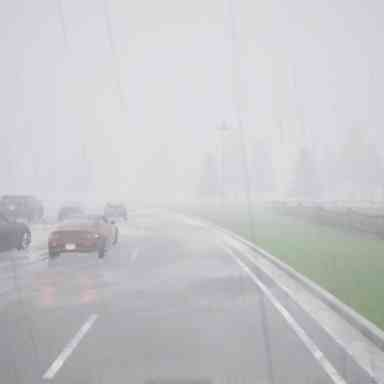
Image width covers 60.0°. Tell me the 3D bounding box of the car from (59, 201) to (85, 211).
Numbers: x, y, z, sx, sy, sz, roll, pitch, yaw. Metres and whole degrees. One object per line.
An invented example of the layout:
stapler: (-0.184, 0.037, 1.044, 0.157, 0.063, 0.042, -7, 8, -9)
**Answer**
car: (-10.172, 1.531, 28.274, 1.812, 1.442, 4.674, 0, 0, -14)

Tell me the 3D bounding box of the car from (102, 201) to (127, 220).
car: (-6.470, 1.497, 27.894, 2.128, 1.511, 4.902, 0, 0, -14)

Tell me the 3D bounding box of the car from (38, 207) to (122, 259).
car: (-3.970, 1.528, 12.610, 1.812, 1.442, 4.674, 0, 0, -5)

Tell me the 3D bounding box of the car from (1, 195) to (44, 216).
car: (-13.103, 1.229, 25.697, 2.150, 2.045, 5.566, 0, 0, -13)

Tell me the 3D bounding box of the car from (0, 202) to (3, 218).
car: (-17.026, 1.569, 26.850, 1.994, 1.385, 4.181, 0, 0, -15)

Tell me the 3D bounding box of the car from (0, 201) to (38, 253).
car: (-7.384, 1.353, 11.443, 2.097, 1.767, 4.553, 0, 0, -4)
